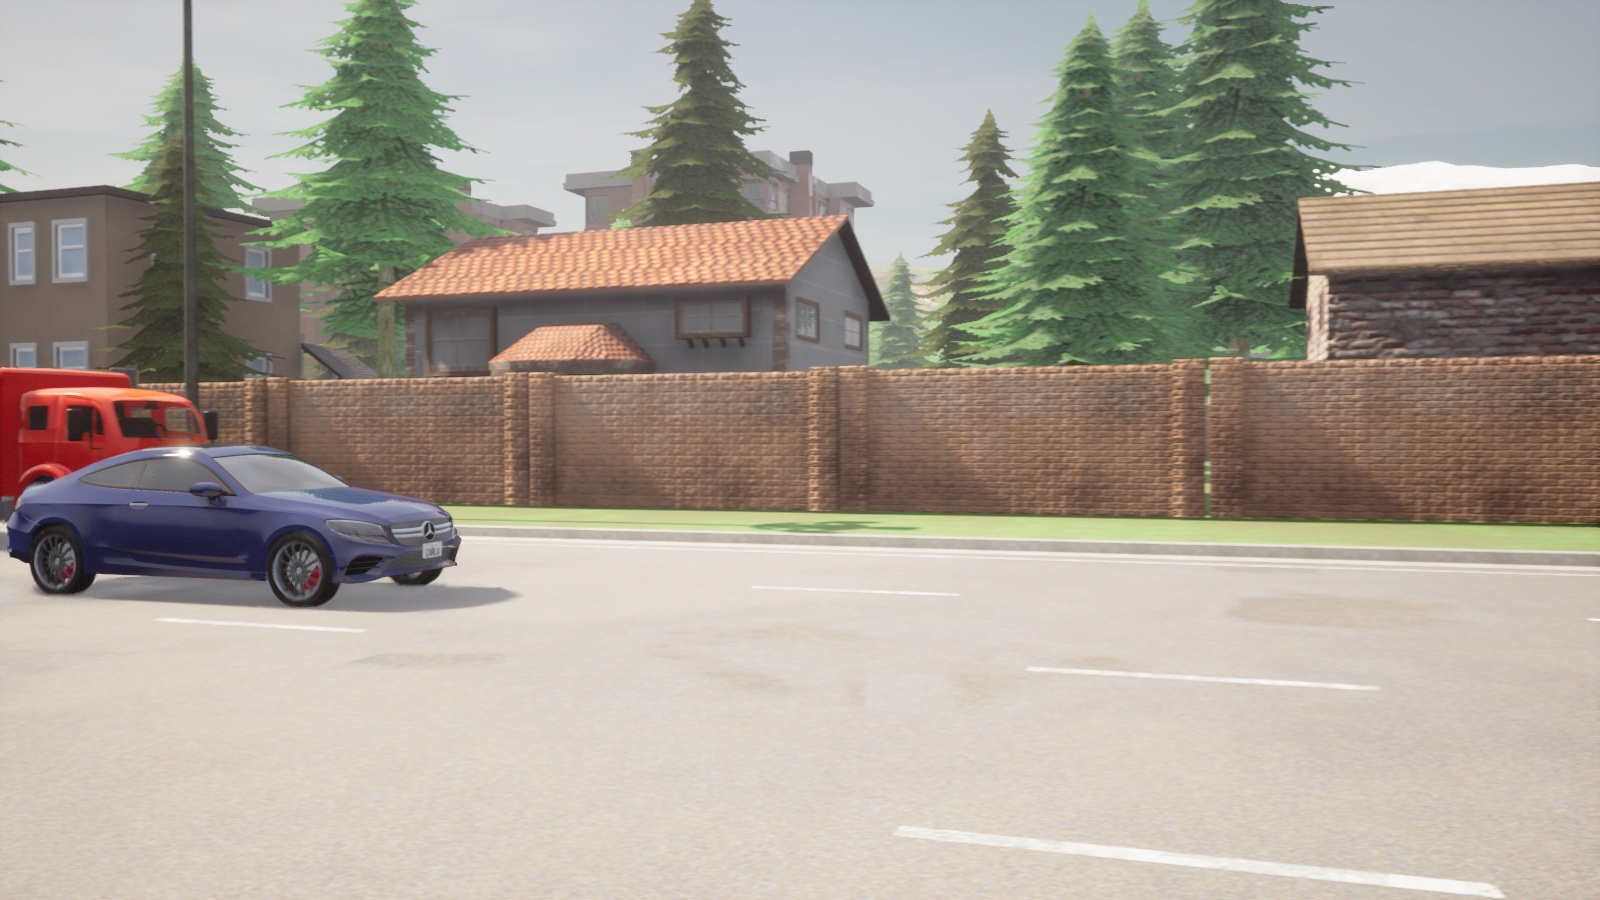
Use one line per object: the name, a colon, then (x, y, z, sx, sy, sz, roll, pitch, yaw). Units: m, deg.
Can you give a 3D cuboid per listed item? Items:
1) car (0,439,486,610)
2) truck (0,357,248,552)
car: (-5.648, 0.631, 12.479, 4.674, 1.442, 1.812, 1, 1, 19)
truck: (-10.969, 0.009, 17.954, 5.204, 2.467, 2.627, 1, 1, 19)
